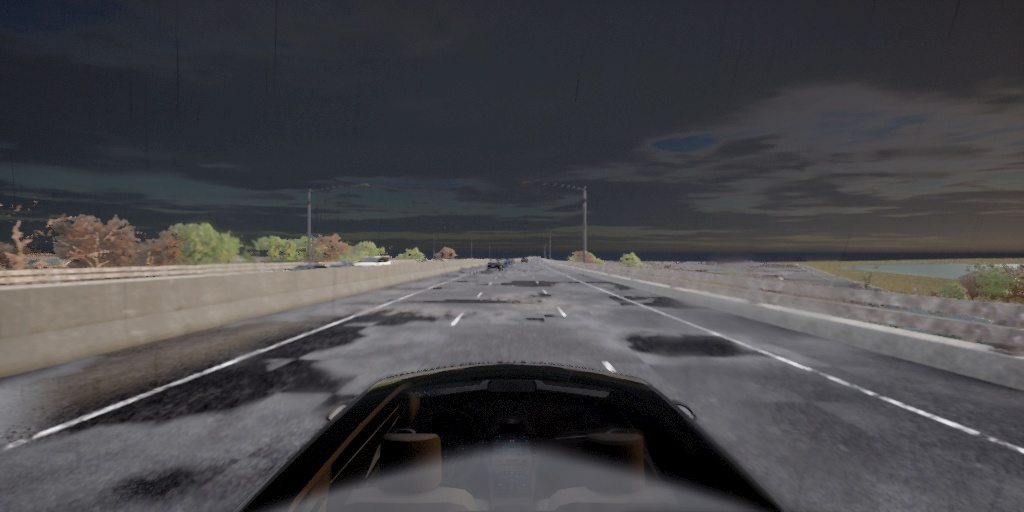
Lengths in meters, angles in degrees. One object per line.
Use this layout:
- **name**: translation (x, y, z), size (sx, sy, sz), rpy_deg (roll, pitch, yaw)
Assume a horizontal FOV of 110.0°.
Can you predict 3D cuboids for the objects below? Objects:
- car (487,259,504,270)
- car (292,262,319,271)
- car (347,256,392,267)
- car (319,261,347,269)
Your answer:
- **car**: translation (-2.694, 1.313, 55.002), size (1.882, 1.535, 5.008), rpy_deg (0, 0, 2)
- **car**: translation (-20.718, 1.322, 36.922), size (1.994, 1.385, 4.181), rpy_deg (0, 0, 1)
- **car**: translation (-13.749, 0.989, 35.660), size (2.150, 2.045, 5.566), rpy_deg (0, 0, 1)
- **car**: translation (-17.208, 1.256, 36.860), size (2.128, 1.511, 4.902), rpy_deg (0, 0, 2)
